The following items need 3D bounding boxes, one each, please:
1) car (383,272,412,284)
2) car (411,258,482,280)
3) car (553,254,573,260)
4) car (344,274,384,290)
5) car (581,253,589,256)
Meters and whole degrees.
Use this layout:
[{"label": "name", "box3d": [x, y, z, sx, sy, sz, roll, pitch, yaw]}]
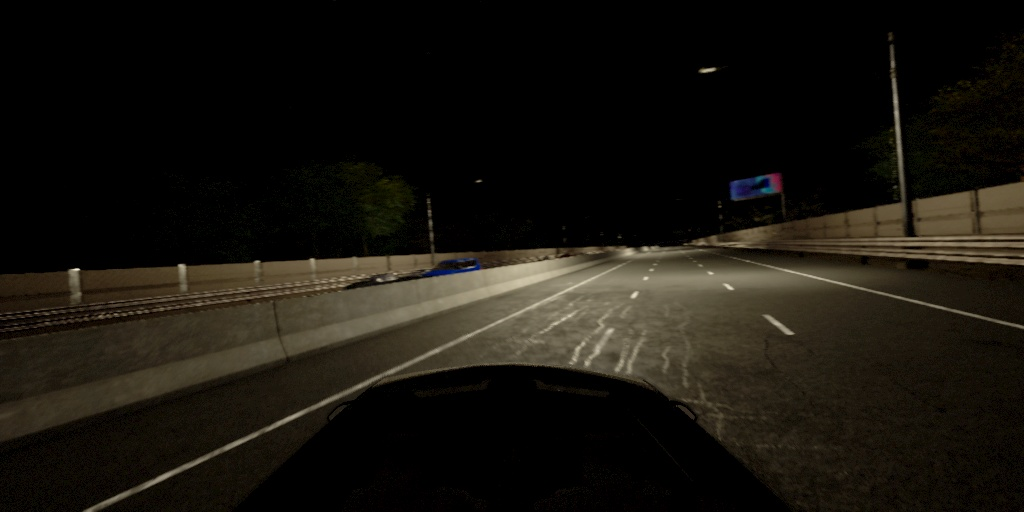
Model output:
[{"label": "car", "box3d": [-6.859, 1.779, 27.000, 2.128, 1.511, 4.902, -5, 0, 24]}, {"label": "car", "box3d": [-4.061, 1.275, 24.755, 2.150, 2.045, 5.566, -5, 0, 24]}, {"label": "car", "box3d": [9.501, 0.379, 63.942, 1.882, 1.535, 5.008, -5, 0, 24]}, {"label": "car", "box3d": [-10.343, 2.121, 27.754, 2.033, 1.411, 5.357, -5, 0, 24]}, {"label": "car", "box3d": [12.700, 0.247, 62.511, 1.895, 1.301, 4.718, -5, 0, 24]}]
